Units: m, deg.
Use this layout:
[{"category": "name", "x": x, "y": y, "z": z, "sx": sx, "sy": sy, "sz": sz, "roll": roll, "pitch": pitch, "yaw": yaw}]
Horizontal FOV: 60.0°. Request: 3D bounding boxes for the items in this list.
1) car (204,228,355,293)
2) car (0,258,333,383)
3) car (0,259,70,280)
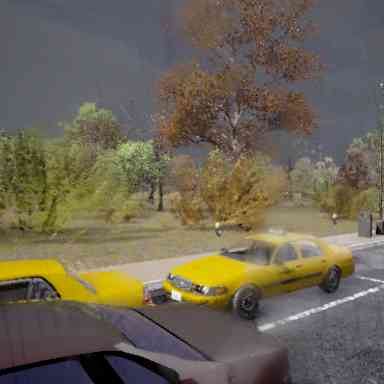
[{"category": "car", "x": 1.688, "y": 1.519, "z": 7.292, "sx": 4.829, "sy": 1.417, "sz": 1.752, "roll": 0, "pitch": 1, "yaw": -35}, {"category": "car", "x": -1.616, "y": 1.547, "z": 1.916, "sx": 5.357, "sy": 1.411, "sz": 2.033, "roll": 0, "pitch": 0, "yaw": -35}, {"category": "car", "x": -2.819, "y": 1.525, "z": 4.077, "sx": 4.829, "sy": 1.417, "sz": 1.752, "roll": 0, "pitch": 1, "yaw": -35}]
